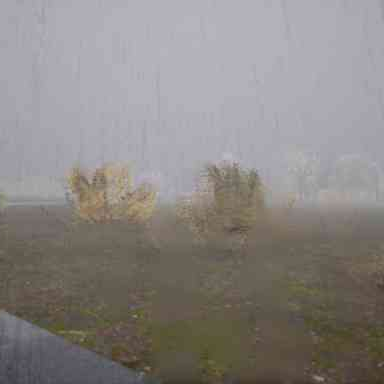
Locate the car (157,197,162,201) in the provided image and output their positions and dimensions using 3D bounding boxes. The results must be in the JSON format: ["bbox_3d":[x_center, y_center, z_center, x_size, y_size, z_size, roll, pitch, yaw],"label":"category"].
[{"bbox_3d":[-8.099,1.152,67.226,2.128,1.511,4.902,0,-1,36],"label":"car"}]
